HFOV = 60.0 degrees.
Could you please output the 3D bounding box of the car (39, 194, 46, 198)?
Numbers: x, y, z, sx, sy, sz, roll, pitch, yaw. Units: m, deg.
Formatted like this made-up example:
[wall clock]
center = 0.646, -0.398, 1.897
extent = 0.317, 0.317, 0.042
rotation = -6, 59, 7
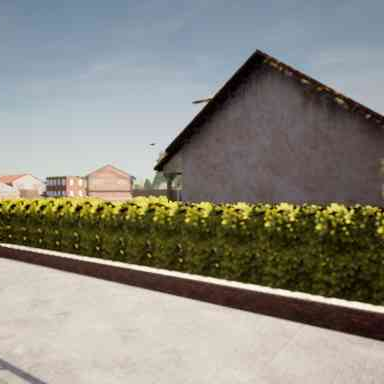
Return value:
[car]
center = -30.640, 1.444, 67.992
extent = 3.866, 1.878, 1.905
rotation = -1, 0, 35
